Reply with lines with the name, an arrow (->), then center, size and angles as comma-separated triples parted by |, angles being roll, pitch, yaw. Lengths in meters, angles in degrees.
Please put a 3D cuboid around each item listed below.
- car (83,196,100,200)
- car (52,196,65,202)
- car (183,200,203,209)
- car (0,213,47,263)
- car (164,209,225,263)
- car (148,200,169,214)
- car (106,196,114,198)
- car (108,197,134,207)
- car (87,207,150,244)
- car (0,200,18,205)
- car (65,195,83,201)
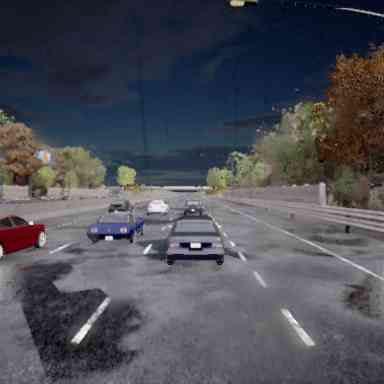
car -> -21.000, 1.540, 70.605 | 1.837, 1.490, 4.892 | 0, 0, 0
car -> -28.000, 1.518, 70.605 | 1.882, 1.535, 5.008 | 0, 0, 0
car -> 0.099, 1.548, 33.711 | 1.812, 1.442, 4.674 | 0, 0, 0
car -> -6.899, 1.481, 11.683 | 1.882, 1.535, 5.008 | 0, 0, 0
car -> 0.100, 1.551, 11.867 | 2.033, 1.411, 5.357 | 0, 0, 0
car -> -3.401, 1.548, 33.626 | 1.812, 1.442, 4.674 | 0, 0, 0
car -> -17.500, 1.490, 71.633 | 1.994, 1.385, 4.181 | 0, 0, 0
car -> -6.900, 1.526, 32.628 | 1.837, 1.490, 4.892 | 0, 0, 0
car -> -3.398, 1.607, 15.884 | 1.895, 1.301, 4.718 | 0, 0, 0
car -> -17.594, 1.510, 30.441 | 2.128, 1.511, 4.902 | 0, 0, 0
car -> -24.500, 1.395, 70.635 | 2.097, 1.767, 4.553 | 0, 0, 0
